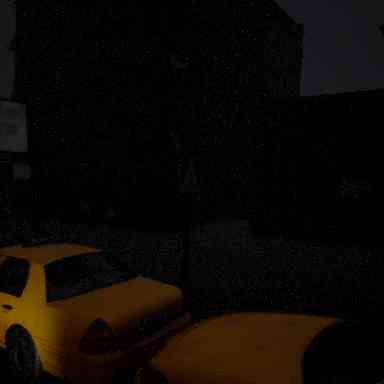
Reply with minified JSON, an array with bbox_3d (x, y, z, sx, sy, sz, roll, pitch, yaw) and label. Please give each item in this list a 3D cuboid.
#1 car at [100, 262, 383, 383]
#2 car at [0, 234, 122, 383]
[{"bbox_3d":[1.976,1.468,2.153,5.366,1.575,1.946,0,0,35],"label":"car"},{"bbox_3d":[-2.553,1.463,5.317,5.366,1.575,1.946,0,0,35],"label":"car"}]
